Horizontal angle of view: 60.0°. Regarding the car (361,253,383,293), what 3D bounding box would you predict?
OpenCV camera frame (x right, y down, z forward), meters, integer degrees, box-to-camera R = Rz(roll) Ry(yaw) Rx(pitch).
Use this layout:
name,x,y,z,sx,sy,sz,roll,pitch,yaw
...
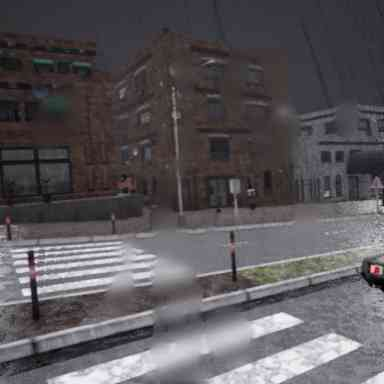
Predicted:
name,x,y,z,sx,sy,sz,roll,pitch,yaw
car,5.835,1.556,7.274,4.718,1.301,1.895,0,0,-34
